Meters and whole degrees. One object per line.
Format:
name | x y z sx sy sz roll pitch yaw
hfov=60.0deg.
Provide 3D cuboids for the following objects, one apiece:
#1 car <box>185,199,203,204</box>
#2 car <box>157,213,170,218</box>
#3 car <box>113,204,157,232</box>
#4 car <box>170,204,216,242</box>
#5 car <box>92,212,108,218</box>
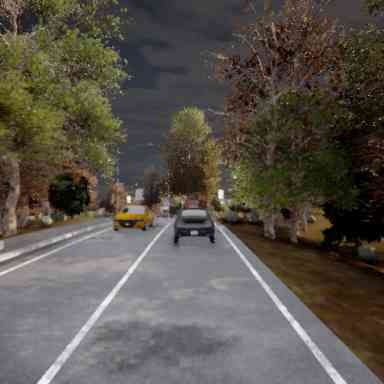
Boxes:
car | 0.240 1.824 34.123 2.150 2.045 5.566 0 -3 2
car | -6.571 5.918 83.393 4.892 1.490 1.837 2 -5 -13
car | -3.580 1.566 20.969 1.882 1.535 5.008 0 -1 0
car | 0.100 1.524 16.442 1.837 1.490 4.892 0 -1 0
car | -19.314 5.010 70.412 1.812 1.442 4.674 -1 -5 12
